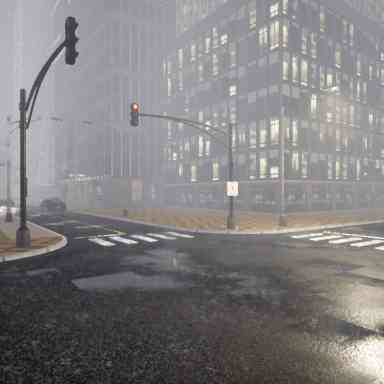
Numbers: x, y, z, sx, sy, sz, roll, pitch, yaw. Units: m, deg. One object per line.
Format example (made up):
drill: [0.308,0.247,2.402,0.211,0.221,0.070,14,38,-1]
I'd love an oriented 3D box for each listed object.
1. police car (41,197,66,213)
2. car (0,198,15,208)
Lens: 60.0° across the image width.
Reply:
police car: [-15.637,1.421,37.319,1.930,1.638,5.238,0,0,-35]
car: [-27.832,1.602,49.848,1.895,1.301,4.718,0,0,-35]
